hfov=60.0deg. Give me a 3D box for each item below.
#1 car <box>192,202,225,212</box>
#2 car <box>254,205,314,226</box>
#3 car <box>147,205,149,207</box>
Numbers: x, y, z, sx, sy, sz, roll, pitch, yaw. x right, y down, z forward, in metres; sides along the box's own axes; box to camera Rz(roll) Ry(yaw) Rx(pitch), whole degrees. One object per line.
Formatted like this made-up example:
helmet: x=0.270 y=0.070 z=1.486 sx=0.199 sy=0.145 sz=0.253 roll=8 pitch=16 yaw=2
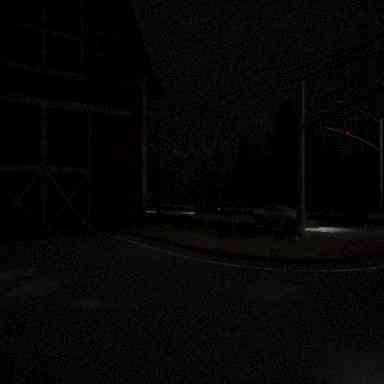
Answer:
car: x=1.766 y=1.808 z=37.436 sx=1.994 sy=1.385 sz=4.181 roll=0 pitch=0 yaw=-34
car: x=6.484 y=1.689 z=24.045 sx=1.812 sy=1.442 sz=4.674 roll=0 pitch=0 yaw=-34
car: x=-7.687 y=1.842 z=44.704 sx=2.033 sy=1.411 sz=5.357 roll=0 pitch=0 yaw=-34
